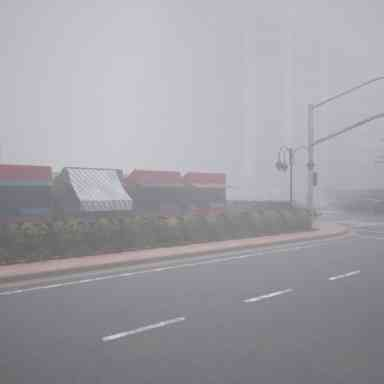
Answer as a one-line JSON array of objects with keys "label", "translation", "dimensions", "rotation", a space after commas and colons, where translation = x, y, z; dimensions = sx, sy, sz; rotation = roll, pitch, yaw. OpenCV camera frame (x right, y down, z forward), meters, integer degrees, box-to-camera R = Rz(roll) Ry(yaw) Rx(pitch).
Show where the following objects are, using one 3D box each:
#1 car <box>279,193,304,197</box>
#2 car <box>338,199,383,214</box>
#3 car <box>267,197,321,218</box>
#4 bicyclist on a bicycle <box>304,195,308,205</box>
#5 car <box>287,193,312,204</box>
[{"label": "car", "translation": [16.640, 1.114, 57.430], "dimensions": [1.905, 1.878, 3.866], "rotation": [0, 0, -36]}, {"label": "car", "translation": [17.409, 1.448, 34.041], "dimensions": [1.837, 1.490, 4.892], "rotation": [-1, 1, -36]}, {"label": "car", "translation": [8.538, 1.436, 28.249], "dimensions": [2.128, 1.511, 4.902], "rotation": [0, 0, -36]}, {"label": "bicyclist on a bicycle", "translation": [15.563, 1.246, 44.947], "dimensions": [1.656, 1.620, 0.582], "rotation": [0, 0, -36]}, {"label": "car", "translation": [19.031, 1.114, 59.142], "dimensions": [1.905, 1.878, 3.866], "rotation": [0, 0, -36]}]
